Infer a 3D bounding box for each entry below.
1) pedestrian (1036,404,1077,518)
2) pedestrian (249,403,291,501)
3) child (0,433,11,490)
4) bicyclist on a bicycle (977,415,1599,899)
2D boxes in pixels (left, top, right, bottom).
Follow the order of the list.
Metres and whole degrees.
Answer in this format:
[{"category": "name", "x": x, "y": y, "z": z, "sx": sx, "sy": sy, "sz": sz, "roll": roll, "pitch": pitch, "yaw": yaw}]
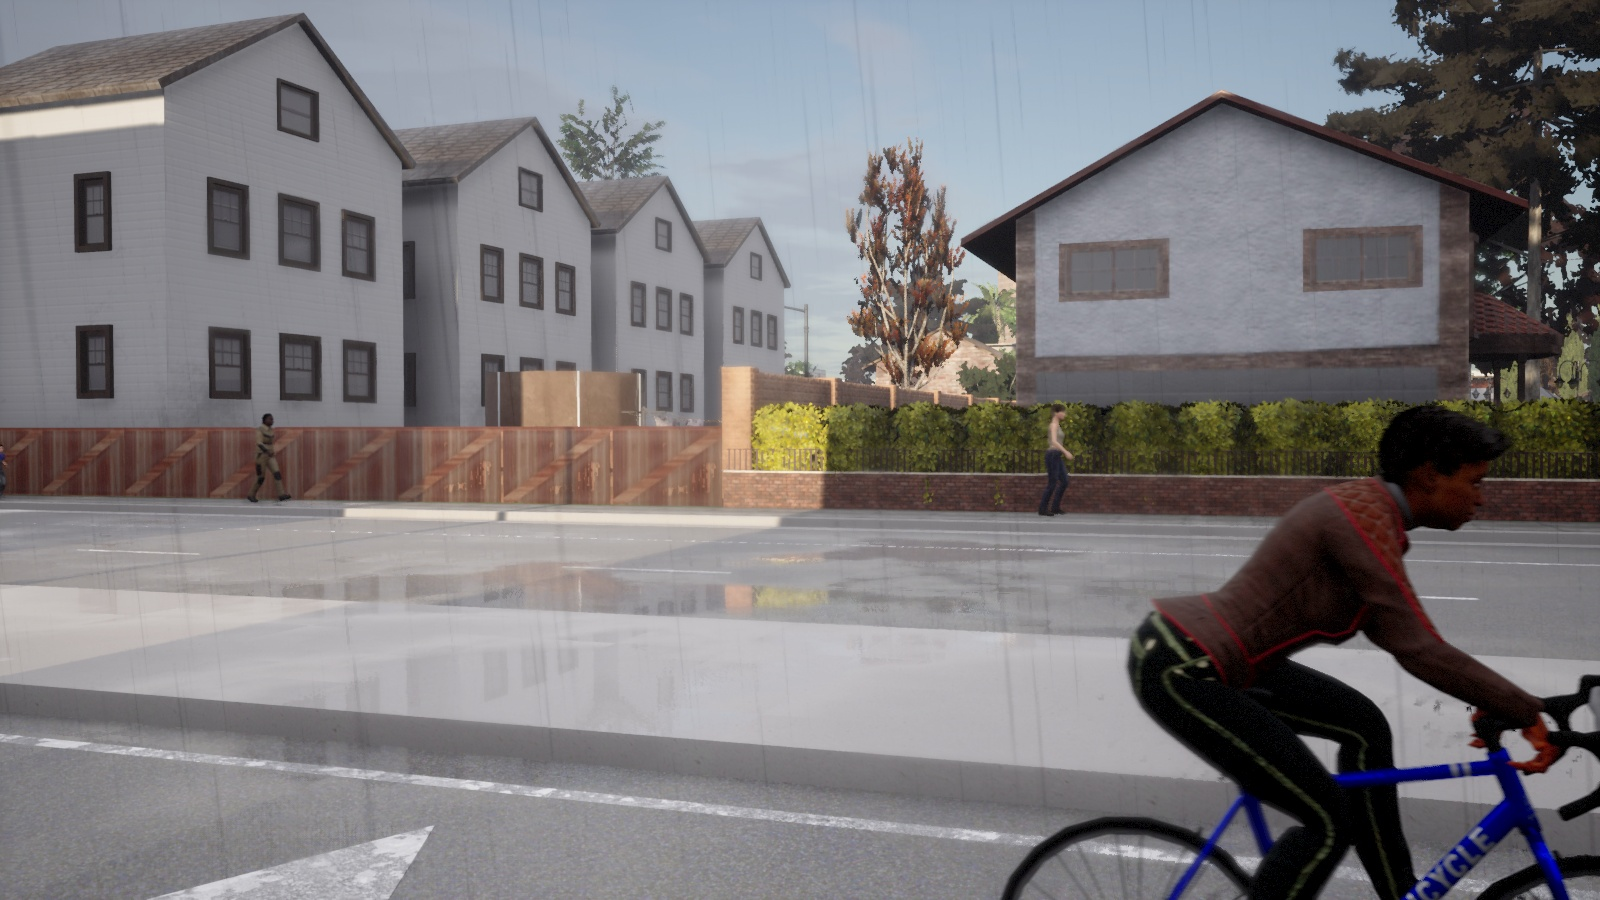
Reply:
[{"category": "pedestrian", "x": 4.166, "y": 0.171, "z": 20.367, "sx": 0.594, "sy": 1.836, "sz": 0.345, "roll": 1, "pitch": 1, "yaw": 20}, {"category": "pedestrian", "x": -10.580, "y": 0.041, "z": 25.060, "sx": 0.692, "sy": 1.930, "sz": 0.396, "roll": 1, "pitch": 1, "yaw": 21}, {"category": "child", "x": -17.699, "y": 0.251, "z": 27.715, "sx": 0.437, "sy": 1.263, "sz": 0.270, "roll": 1, "pitch": 1, "yaw": 19}, {"category": "bicyclist on a bicycle", "x": 1.267, "y": 0.739, "z": 2.765, "sx": 1.656, "sy": 1.620, "sz": 0.582, "roll": 0, "pitch": 1, "yaw": 19}]
